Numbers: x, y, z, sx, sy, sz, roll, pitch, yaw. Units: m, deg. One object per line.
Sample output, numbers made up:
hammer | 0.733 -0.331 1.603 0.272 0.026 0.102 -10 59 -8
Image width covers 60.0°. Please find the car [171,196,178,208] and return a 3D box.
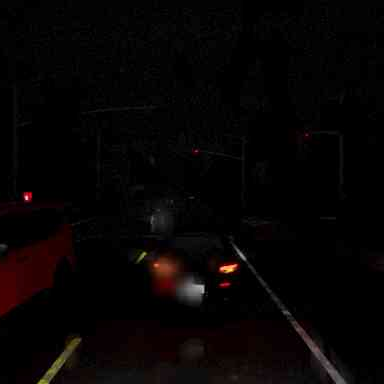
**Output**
car | -3.557 1.354 47.144 2.097 1.767 4.553 0 0 0

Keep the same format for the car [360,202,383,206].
car | 15.563 1.528 28.655 5.357 1.411 2.033 0 0 -6

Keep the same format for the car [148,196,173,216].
car | -3.243 1.491 32.833 2.128 1.511 4.902 0 0 -6

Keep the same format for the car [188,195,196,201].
car | 0.069 1.525 80.886 2.128 1.511 4.902 0 0 0

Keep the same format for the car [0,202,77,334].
car | -3.595 1.221 5.099 2.150 2.045 5.566 0 0 0

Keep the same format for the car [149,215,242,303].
car | 0.080 1.526 8.092 1.812 1.442 4.674 0 0 0
